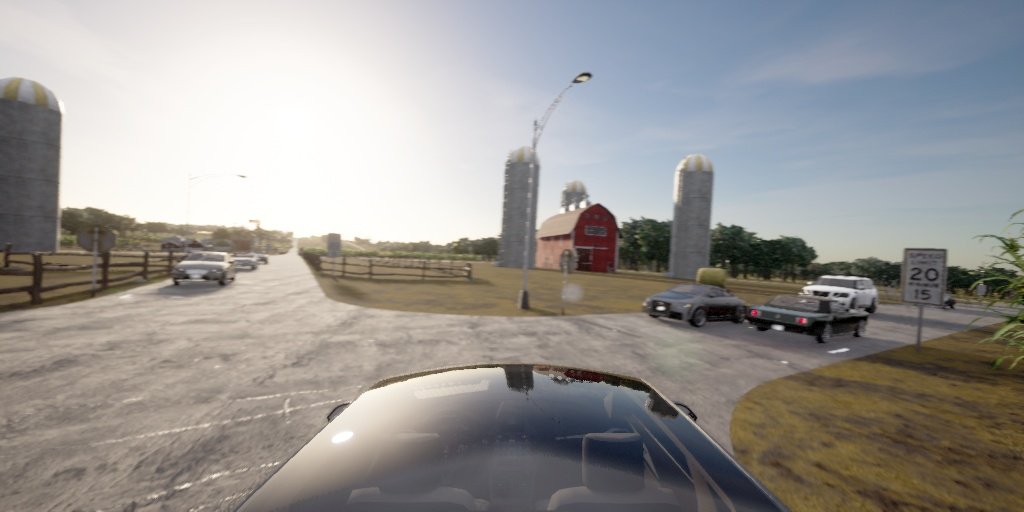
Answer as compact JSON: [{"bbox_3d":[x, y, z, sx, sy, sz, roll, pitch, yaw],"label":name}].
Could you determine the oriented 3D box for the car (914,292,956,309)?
[{"bbox_3d":[37.287,3.823,31.575,5.357,1.411,2.033,4,0,-31],"label":"car"}]

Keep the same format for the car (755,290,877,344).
[{"bbox_3d":[10.009,2.004,12.038,4.718,1.301,1.895,4,1,-31],"label":"car"}]

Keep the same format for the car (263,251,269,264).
[{"bbox_3d":[-27.982,0.123,39.454,1.994,1.385,4.181,3,-1,-31],"label":"car"}]

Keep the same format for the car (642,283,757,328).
[{"bbox_3d":[6.912,1.749,13.505,4.181,1.385,1.994,3,1,-30],"label":"car"}]

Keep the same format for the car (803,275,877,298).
[{"bbox_3d":[18.859,2.173,20.625,5.566,2.045,2.150,4,0,-31],"label":"car"}]

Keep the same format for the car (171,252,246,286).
[{"bbox_3d":[-14.761,0.554,17.455,2.128,1.511,4.902,3,0,-31],"label":"car"}]

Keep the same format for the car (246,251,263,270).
[{"bbox_3d":[-21.623,0.377,28.852,1.895,1.301,4.718,3,0,-31],"label":"car"}]
